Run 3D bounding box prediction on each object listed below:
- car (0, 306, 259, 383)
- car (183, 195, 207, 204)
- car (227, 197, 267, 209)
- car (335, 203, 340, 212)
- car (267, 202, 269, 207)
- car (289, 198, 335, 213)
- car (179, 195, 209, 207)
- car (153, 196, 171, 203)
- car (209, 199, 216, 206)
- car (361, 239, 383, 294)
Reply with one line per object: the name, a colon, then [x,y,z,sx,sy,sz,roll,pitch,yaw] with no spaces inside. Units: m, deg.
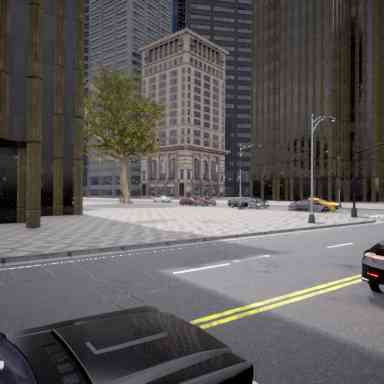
car: [-1.733,1.601,2.205,4.718,1.301,1.895,0,0,-36]
car: [0.548,1.397,64.926,2.097,1.767,4.553,1,-1,-43]
car: [6.731,1.444,42.830,2.128,1.511,4.902,1,-1,-40]
car: [14.473,1.462,38.413,1.882,1.535,5.008,1,-1,-38]
car: [8.377,1.476,45.927,2.128,1.511,4.902,1,0,-40]
car: [12.519,1.516,35.631,1.994,1.385,4.181,1,0,-39]
car: [-0.062,1.475,50.815,1.812,1.442,4.674,1,0,-41]
car: [-6.412,1.568,72.112,1.812,1.442,4.674,1,-1,-45]
car: [1.874,1.507,53.522,1.812,1.442,4.674,1,0,-41]
car: [5.788,1.492,7.567,4.902,1.511,2.128,0,0,-35]
